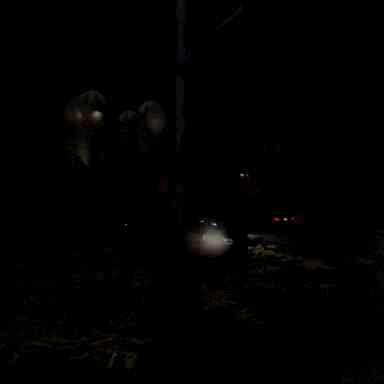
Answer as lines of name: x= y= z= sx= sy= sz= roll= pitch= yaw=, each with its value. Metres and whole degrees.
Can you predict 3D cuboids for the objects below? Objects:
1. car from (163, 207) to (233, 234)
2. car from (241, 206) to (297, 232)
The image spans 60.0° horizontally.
car: x=0.055 y=1.563 z=19.309 sx=1.994 sy=1.385 sz=4.181 roll=0 pitch=0 yaw=-35
car: x=3.745 y=1.546 z=20.215 sx=2.033 sy=1.411 sz=5.357 roll=0 pitch=0 yaw=-32
